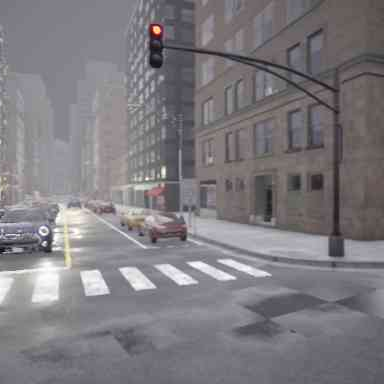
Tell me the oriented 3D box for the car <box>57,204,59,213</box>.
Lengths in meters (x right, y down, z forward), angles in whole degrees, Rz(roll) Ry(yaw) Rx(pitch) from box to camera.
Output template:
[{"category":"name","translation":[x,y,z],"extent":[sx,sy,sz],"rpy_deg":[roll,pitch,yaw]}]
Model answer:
[{"category":"car","translation":[-10.144,1.654,22.139],"extent":[2.128,1.511,4.902],"rpy_deg":[0,0,-21]}]

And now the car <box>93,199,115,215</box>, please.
[{"category":"car","translation":[-9.607,1.799,37.109],"extent":[1.887,1.381,4.507],"rpy_deg":[-1,0,-21]}]

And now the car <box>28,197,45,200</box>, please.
[{"category":"car","translation":[-23.614,1.737,49.543],"extent":[2.192,1.841,5.009],"rpy_deg":[-1,0,-21]}]

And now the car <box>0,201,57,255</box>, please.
[{"category":"car","translation":[-6.830,1.444,13.630],"extent":[2.097,1.767,4.553],"rpy_deg":[0,0,-21]}]

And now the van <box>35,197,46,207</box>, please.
[{"category":"van","translation":[-29.681,1.904,65.097],"extent":[1.690,1.788,3.998],"rpy_deg":[-1,0,-21]}]

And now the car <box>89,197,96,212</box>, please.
[{"category":"car","translation":[-11.632,1.740,42.291],"extent":[1.967,1.590,4.097],"rpy_deg":[-1,0,-21]}]

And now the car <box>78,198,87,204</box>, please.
[{"category":"car","translation":[-25.847,2.151,78.732],"extent":[1.752,1.417,4.829],"rpy_deg":[-1,0,-21]}]

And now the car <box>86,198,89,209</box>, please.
[{"category":"car","translation":[-13.652,1.892,47.475],"extent":[1.887,1.381,4.507],"rpy_deg":[-1,0,-21]}]

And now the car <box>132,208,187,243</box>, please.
[{"category":"car","translation":[-1.519,1.660,16.378],"extent":[1.802,1.307,4.206],"rpy_deg":[-1,0,-21]}]

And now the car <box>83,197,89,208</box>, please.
[{"category":"car","translation":[-15.674,1.946,52.657],"extent":[2.008,1.369,4.403],"rpy_deg":[-1,0,-21]}]

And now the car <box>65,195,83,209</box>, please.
[{"category":"car","translation":[-19.395,1.784,54.636],"extent":[2.097,1.767,4.553],"rpy_deg":[0,0,-21]}]

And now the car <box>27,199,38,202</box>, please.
[{"category":"car","translation":[-19.564,1.878,39.174],"extent":[2.008,1.369,4.403],"rpy_deg":[-1,0,-21]}]

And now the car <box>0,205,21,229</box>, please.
[{"category":"car","translation":[-13.497,1.735,23.622],"extent":[1.887,1.381,4.507],"rpy_deg":[-1,0,-21]}]

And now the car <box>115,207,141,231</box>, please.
[{"category":"car","translation":[-3.604,1.647,21.719],"extent":[1.752,1.417,4.829],"rpy_deg":[-1,0,-21]}]

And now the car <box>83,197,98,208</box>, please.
[{"category":"car","translation":[-17.700,1.758,57.841],"extent":[2.192,1.841,5.009],"rpy_deg":[-1,0,-21]}]
